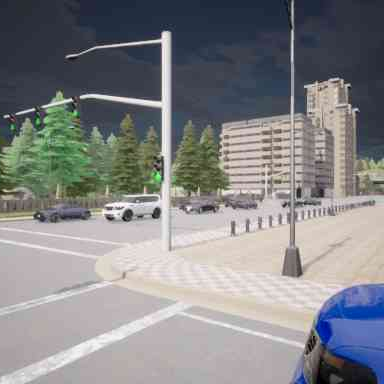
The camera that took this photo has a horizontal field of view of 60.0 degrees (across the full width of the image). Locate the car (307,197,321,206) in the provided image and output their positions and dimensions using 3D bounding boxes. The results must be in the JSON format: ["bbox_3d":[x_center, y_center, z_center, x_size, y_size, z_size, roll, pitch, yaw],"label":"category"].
[{"bbox_3d":[20.214,1.564,55.688,1.994,1.385,4.181,0,0,35],"label":"car"}]

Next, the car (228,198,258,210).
[{"bbox_3d":[6.931,1.564,43.390,1.994,1.385,4.181,0,0,36],"label":"car"}]

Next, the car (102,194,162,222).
[{"bbox_3d":[-4.657,1.221,27.166,2.150,2.045,5.566,0,0,35],"label":"car"}]

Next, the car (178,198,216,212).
[{"bbox_3d":[0.688,1.547,40.689,2.033,1.411,5.357,0,0,36],"label":"car"}]

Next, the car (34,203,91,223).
[{"bbox_3d":[-9.950,1.564,25.771,1.994,1.385,4.181,0,0,35],"label":"car"}]

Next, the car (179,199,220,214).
[{"bbox_3d":[1.106,1.491,35.247,2.128,1.511,4.902,0,0,36],"label":"car"}]

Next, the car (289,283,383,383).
[{"bbox_3d":[3.350,1.221,1.577,5.566,2.045,2.150,0,0,36],"label":"car"}]

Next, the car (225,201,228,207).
[{"bbox_3d":[6.511,1.564,48.799,1.994,1.385,4.181,0,0,36],"label":"car"}]

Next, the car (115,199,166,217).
[{"bbox_3d":[-4.988,1.491,32.732,2.128,1.511,4.902,0,0,35],"label":"car"}]

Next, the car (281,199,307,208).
[{"bbox_3d":[14.431,1.601,47.576,1.895,1.301,4.718,0,0,35],"label":"car"}]
